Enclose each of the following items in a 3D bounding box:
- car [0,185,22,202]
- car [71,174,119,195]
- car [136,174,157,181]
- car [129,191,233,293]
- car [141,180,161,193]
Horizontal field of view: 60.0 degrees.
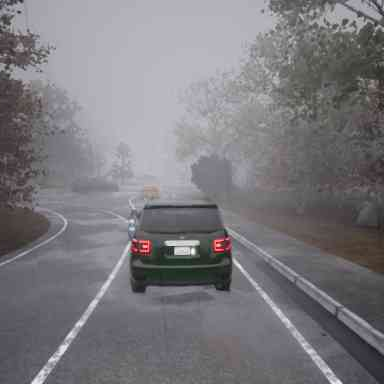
[{"bbox_3d":[-18.844,0.094,33.720,4.902,1.511,2.128,2,5,23],"label":"car"},{"bbox_3d":[-11.883,-0.757,40.768,5.566,2.045,2.150,-2,6,-27],"label":"car"},{"bbox_3d":[-10.318,-3.375,75.415,5.008,1.535,1.882,2,5,28],"label":"car"},{"bbox_3d":[-0.349,1.143,8.907,2.150,2.045,5.566,0,1,-4],"label":"car"},{"bbox_3d":[-4.513,-0.162,36.740,1.882,1.535,5.008,0,5,-3],"label":"car"}]
